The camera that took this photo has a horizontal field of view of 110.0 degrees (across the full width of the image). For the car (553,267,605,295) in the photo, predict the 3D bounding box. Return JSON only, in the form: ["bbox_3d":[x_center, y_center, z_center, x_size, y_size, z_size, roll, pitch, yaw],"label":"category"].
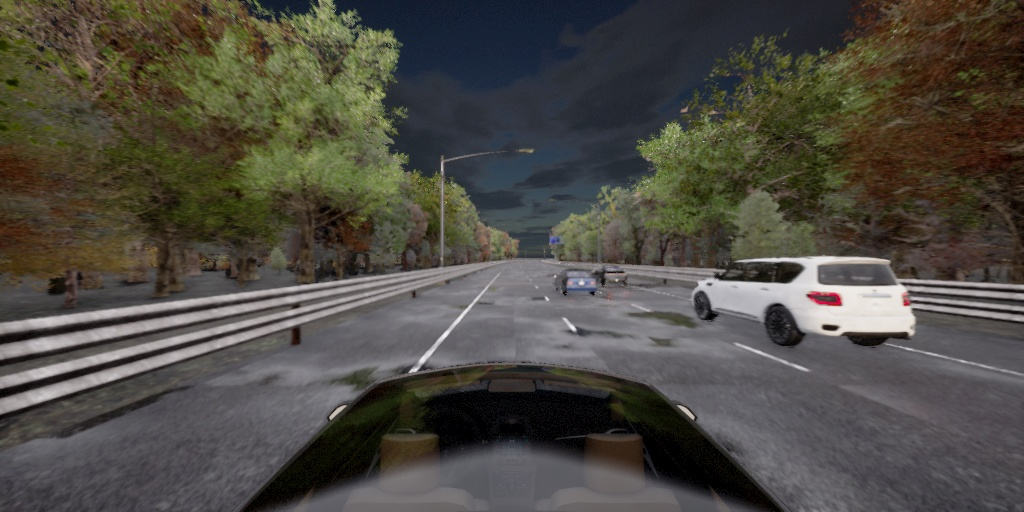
[{"bbox_3d":[3.606,1.470,21.079,2.033,1.411,5.357,0,0,0],"label":"car"}]

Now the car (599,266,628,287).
[{"bbox_3d":[7.105,1.464,26.688,2.128,1.511,4.902,0,-1,0],"label":"car"}]

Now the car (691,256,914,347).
[{"bbox_3d":[7.102,1.042,9.686,2.150,2.045,5.566,0,-1,0],"label":"car"}]
